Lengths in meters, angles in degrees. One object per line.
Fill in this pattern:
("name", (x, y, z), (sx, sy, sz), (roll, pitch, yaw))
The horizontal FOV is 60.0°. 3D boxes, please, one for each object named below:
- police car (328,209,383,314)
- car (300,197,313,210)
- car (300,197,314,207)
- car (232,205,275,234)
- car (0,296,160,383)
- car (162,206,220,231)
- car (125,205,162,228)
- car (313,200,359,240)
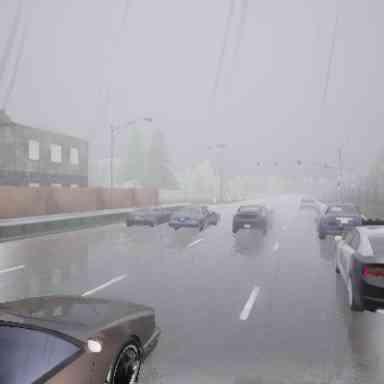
("police car", (4.381, 1.422, 7.502), (1.930, 1.638, 5.238), (0, 0, 18))
("car", (14.474, 1.584, 41.366), (1.895, 1.301, 4.718), (0, 0, 19))
("car", (18.349, 1.526, 53.172), (2.033, 1.411, 5.357), (0, 0, 18))
("car", (3.595, 1.497, 19.316), (1.837, 1.490, 4.892), (0, 0, 18))
("car", (-2.049, 1.546, 2.216), (2.033, 1.411, 5.357), (0, 0, 18))
("car", (0.283, 1.539, 20.462), (2.033, 1.411, 5.357), (0, 0, 18))
("car", (-2.751, 1.555, 22.426), (1.994, 1.385, 4.181), (0, 0, 18))
("car", (7.471, 1.344, 16.865), (2.097, 1.767, 4.553), (0, 0, 18))
